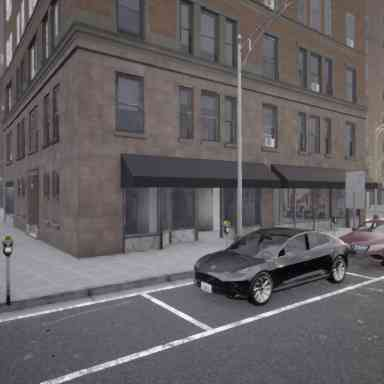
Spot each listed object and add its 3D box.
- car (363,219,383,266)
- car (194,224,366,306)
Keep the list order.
[{"bbox_3d":[6.519,1.582,11.256,4.206,1.307,1.802,0,0,-36],"label":"car"},{"bbox_3d":[2.058,1.566,8.037,4.313,1.339,1.947,0,0,-36],"label":"car"}]
